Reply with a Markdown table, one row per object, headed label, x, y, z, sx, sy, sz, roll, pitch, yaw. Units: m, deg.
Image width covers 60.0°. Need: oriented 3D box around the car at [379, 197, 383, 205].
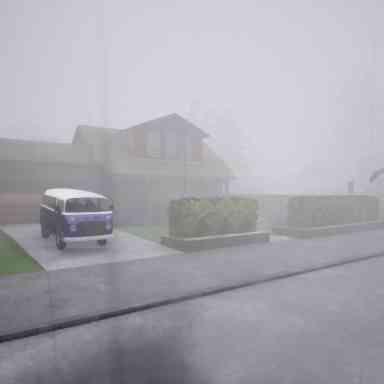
| label | x | y | z | sx | sy | sz | roll | pitch | yaw |
| --- | --- | --- | --- | --- | --- | --- | --- | --- | --- |
| car | 24.718 | 0.985 | 41.453 | 3.866 | 1.878 | 1.905 | 0 | 0 | 0 |
